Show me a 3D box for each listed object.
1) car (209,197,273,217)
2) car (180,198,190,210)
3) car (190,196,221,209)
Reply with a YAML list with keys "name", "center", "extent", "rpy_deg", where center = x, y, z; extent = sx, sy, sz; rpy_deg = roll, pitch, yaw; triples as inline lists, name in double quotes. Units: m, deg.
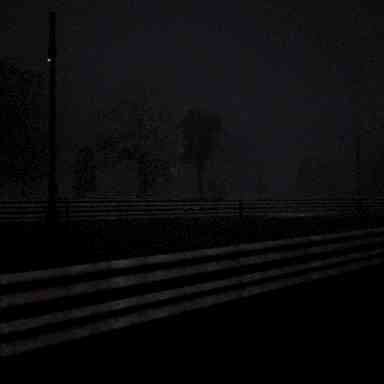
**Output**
- name: "car"
  center: [4.101, 1.274, 26.453]
  extent: [4.718, 1.301, 1.895]
  rpy_deg: [0, 0, -22]
- name: "car"
  center: [1.161, 1.172, 32.769]
  extent: [4.892, 1.490, 1.837]
  rpy_deg: [0, 0, -22]
- name: "car"
  center: [2.629, 1.170, 29.587]
  extent: [4.892, 1.490, 1.837]
  rpy_deg: [0, 0, -22]
